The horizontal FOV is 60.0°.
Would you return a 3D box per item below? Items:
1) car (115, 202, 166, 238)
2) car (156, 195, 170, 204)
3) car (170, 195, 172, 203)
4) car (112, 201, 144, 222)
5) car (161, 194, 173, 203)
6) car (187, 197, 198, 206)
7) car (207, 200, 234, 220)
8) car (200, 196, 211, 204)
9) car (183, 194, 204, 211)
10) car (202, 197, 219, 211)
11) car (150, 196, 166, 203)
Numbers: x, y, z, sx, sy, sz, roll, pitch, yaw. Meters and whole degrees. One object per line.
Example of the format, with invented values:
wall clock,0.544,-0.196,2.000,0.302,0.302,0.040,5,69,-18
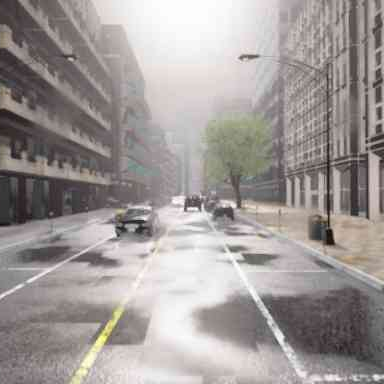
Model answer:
car,-2.830,1.528,18.082,2.128,1.511,4.902,0,0,0
car,-5.440,1.441,56.425,2.192,1.841,5.009,1,0,0
car,-5.444,1.722,67.718,1.947,1.339,4.313,1,0,0
car,-5.272,1.584,28.022,1.752,1.417,4.829,1,0,0
car,-5.441,1.488,73.365,2.192,1.841,5.009,1,0,0
car,0.100,1.634,57.731,1.837,1.490,4.892,0,0,0
car,2.574,1.610,28.099,2.008,1.369,4.403,1,0,0
car,2.704,1.597,67.665,1.967,1.590,4.097,1,0,0
car,0.099,1.314,42.692,2.150,2.045,5.566,0,0,0
car,2.576,1.629,39.402,1.887,1.381,4.507,1,0,0
car,-5.444,1.678,50.778,1.947,1.339,4.313,1,0,0
